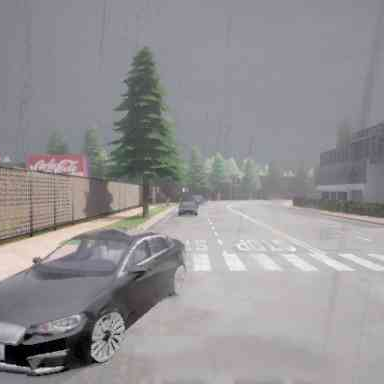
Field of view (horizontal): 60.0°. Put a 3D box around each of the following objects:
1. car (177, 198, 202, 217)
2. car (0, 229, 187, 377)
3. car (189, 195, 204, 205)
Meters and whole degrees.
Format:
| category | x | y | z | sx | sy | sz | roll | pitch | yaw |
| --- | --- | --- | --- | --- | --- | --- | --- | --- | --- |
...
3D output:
| category | x | y | z | sx | sy | sz | roll | pitch | yaw |
| --- | --- | --- | --- | --- | --- | --- | --- | --- | --- |
| car | -0.363 | 1.554 | 31.652 | 2.033 | 1.411 | 5.357 | 0 | 0 | 0 |
| car | -1.515 | 1.499 | 6.058 | 2.128 | 1.511 | 4.902 | 1 | 0 | 17 |
| car | 0.646 | 1.315 | 56.559 | 2.097 | 1.767 | 4.553 | 1 | 0 | 14 |
